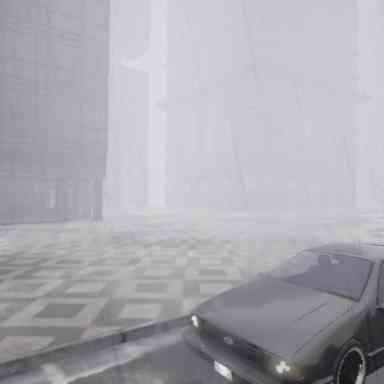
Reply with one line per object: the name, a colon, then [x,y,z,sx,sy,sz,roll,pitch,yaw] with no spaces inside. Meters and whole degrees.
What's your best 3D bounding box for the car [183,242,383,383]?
car: [2.503,1.554,5.164,5.357,1.411,2.033,0,0,-35]
